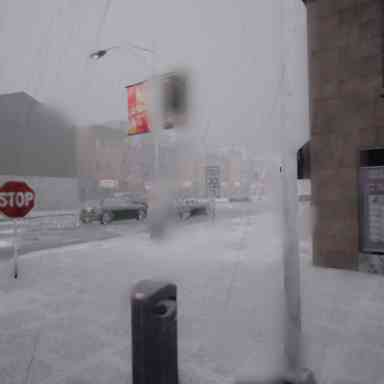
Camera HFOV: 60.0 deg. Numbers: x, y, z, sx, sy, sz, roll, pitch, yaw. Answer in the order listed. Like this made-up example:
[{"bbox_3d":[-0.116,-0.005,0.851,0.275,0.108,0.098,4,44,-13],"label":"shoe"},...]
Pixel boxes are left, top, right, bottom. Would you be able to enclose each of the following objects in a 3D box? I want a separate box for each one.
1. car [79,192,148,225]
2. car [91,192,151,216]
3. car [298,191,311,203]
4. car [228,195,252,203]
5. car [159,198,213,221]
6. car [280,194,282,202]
[{"bbox_3d":[-5.022,1.112,21.798,2.097,1.767,4.553,-2,0,35],"label":"car"},{"bbox_3d":[-6.532,1.047,31.335,2.150,2.045,5.566,-2,0,35],"label":"car"},{"bbox_3d":[16.640,0.664,47.134,1.882,1.535,5.008,-2,0,35],"label":"car"},{"bbox_3d":[7.362,1.050,51.044,1.895,1.301,4.718,-2,0,35],"label":"car"},{"bbox_3d":[-0.334,1.136,22.828,2.128,1.511,4.902,-2,0,35],"label":"car"},{"bbox_3d":[14.983,0.579,50.433,2.097,1.767,4.553,-2,0,35],"label":"car"}]
